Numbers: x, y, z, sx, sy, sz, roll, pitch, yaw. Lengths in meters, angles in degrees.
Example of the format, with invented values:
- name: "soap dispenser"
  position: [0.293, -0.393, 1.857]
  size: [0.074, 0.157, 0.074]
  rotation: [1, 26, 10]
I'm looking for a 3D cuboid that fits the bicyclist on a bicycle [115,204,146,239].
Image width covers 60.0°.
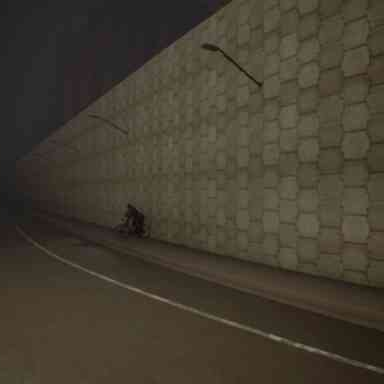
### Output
- name: "bicyclist on a bicycle"
  position: [-2.961, 1.389, 16.162]
  size: [0.582, 1.620, 1.656]
  rotation: [-1, -1, 28]

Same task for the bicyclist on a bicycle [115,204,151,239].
- name: "bicyclist on a bicycle"
  position: [-2.767, 1.399, 15.585]
  size: [1.656, 1.620, 0.582]
  rotation: [0, -2, -4]
